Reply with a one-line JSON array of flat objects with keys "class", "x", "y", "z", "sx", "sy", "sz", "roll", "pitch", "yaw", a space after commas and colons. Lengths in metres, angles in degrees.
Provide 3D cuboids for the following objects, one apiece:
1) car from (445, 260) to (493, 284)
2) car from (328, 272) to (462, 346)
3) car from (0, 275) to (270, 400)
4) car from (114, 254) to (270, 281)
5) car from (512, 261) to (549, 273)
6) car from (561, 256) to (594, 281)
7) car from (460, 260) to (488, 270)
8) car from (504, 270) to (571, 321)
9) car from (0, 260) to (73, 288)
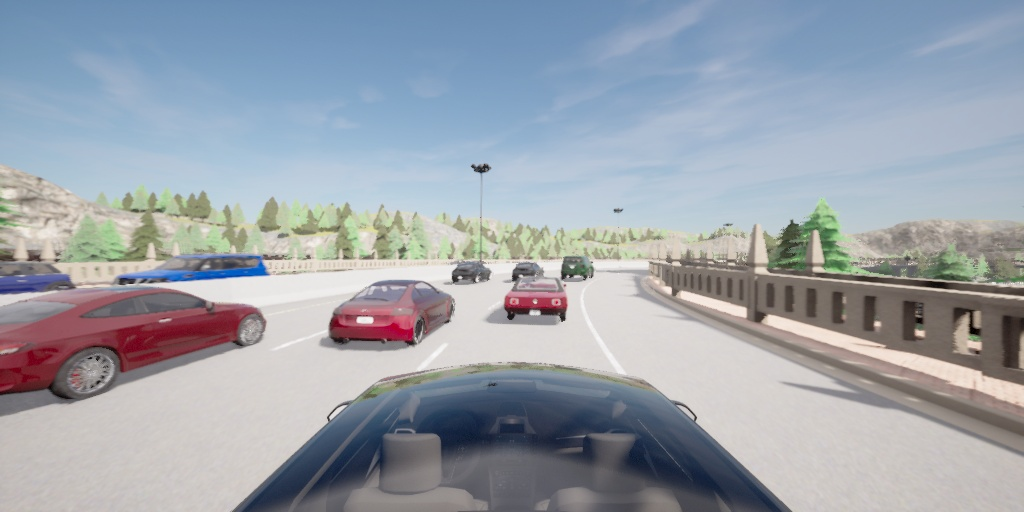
[{"class": "car", "x": -2.923, "y": 1.263, "z": 27.176, "sx": 1.837, "sy": 1.490, "sz": 4.892, "roll": 0, "pitch": 0, "yaw": 16}, {"class": "car", "x": -2.859, "y": 1.300, "z": 9.427, "sx": 1.994, "sy": 1.385, "sz": 4.181, "roll": 0, "pitch": 0, "yaw": 5}, {"class": "car", "x": -6.621, "y": 1.245, "z": 6.281, "sx": 1.812, "sy": 1.442, "sz": 4.674, "roll": 0, "pitch": 0, "yaw": 3}, {"class": "car", "x": -12.984, "y": 0.926, "z": 15.036, "sx": 2.150, "sy": 2.045, "sz": 5.566, "roll": 0, "pitch": 0, "yaw": 8}, {"class": "car", "x": 1.395, "y": 1.276, "z": 29.239, "sx": 1.837, "sy": 1.490, "sz": 4.892, "roll": 0, "pitch": 0, "yaw": 18}, {"class": "car", "x": 5.750, "y": 1.005, "z": 31.152, "sx": 2.150, "sy": 2.045, "sz": 5.566, "roll": 0, "pitch": 0, "yaw": 21}, {"class": "car", "x": -5.780, "y": 1.400, "z": 55.481, "sx": 1.812, "sy": 1.442, "sz": 4.674, "roll": 0, "pitch": 0, "yaw": 31}, {"class": "car", "x": 0.971, "y": 1.350, "z": 12.544, "sx": 1.895, "sy": 1.301, "sz": 4.718, "roll": 0, "pitch": 0, "yaw": 8}, {"class": "car", "x": -20.164, "y": 1.029, "z": 13.608, "sx": 2.097, "sy": 1.767, "sz": 4.553, "roll": 0, "pitch": 0, "yaw": 8}]
